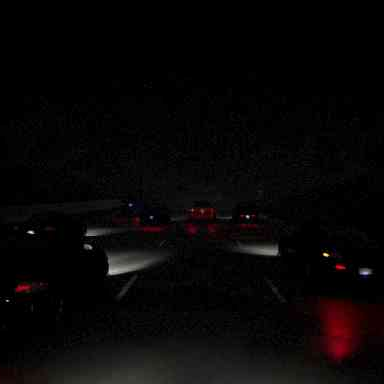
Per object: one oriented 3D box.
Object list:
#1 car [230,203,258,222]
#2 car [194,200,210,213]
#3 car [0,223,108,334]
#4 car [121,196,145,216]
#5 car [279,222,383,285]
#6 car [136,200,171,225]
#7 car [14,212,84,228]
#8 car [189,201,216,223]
[{"bbox_3d":[4.362,1.658,28.019,1.837,1.490,4.892,0,0,2],"label":"car"},{"bbox_3d":[1.260,1.785,42.024,1.994,1.385,4.181,0,0,2],"label":"car"},{"bbox_3d":[-3.169,1.596,6.960,1.994,1.385,4.181,0,0,1],"label":"car"},{"bbox_3d":[-5.938,1.396,35.220,2.150,2.045,5.566,0,0,2],"label":"car"},{"bbox_3d":[3.864,1.582,9.603,1.812,1.442,4.674,0,0,1],"label":"car"},{"bbox_3d":[-2.713,1.606,25.432,1.882,1.535,5.008,0,0,2],"label":"car"},{"bbox_3d":[-6.488,1.635,15.510,1.994,1.385,4.181,0,0,2],"label":"car"},{"bbox_3d":[0.849,1.497,27.548,2.097,1.767,4.553,0,0,2],"label":"car"}]
